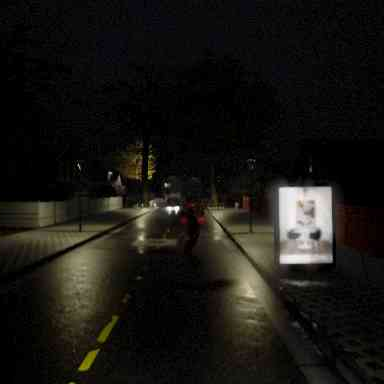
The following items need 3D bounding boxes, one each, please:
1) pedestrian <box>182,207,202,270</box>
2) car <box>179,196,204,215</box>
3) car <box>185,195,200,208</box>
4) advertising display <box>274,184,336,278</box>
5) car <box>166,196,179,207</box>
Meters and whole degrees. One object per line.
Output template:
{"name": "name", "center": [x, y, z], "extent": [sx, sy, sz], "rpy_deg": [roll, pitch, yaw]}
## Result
{"name": "pedestrian", "center": [0.004, 1.285, 9.471], "extent": [0.375, 1.860, 0.375], "rpy_deg": [1, -1, -12]}
{"name": "car", "center": [0.089, 1.316, 33.420], "extent": [2.097, 1.767, 4.553], "rpy_deg": [0, 0, 0]}
{"name": "car", "center": [0.082, 1.300, 47.054], "extent": [2.097, 1.767, 4.553], "rpy_deg": [0, 0, 0]}
{"name": "advertising display", "center": [2.996, 1.017, 8.861], "extent": [1.540, 2.440, 0.280], "rpy_deg": [-1, -1, 0]}
{"name": "car", "center": [-2.839, 1.432, 51.145], "extent": [2.128, 1.511, 4.902], "rpy_deg": [0, 0, 0]}
